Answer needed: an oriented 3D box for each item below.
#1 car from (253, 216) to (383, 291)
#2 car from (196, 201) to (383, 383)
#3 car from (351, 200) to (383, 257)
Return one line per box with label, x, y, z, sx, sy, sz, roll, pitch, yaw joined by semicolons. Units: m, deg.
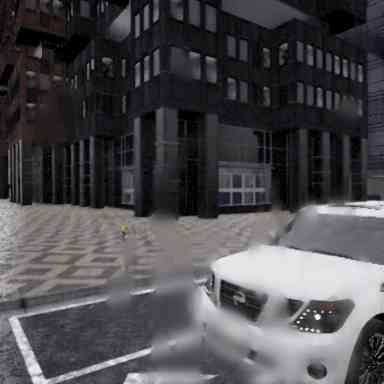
car;3.964;1.513;9.394;4.313;1.339;1.947;0;0;-35
car;2.713;1.191;5.268;5.566;2.045;2.150;0;0;-35
car;8.409;1.234;12.502;5.009;1.841;2.192;0;0;-35
